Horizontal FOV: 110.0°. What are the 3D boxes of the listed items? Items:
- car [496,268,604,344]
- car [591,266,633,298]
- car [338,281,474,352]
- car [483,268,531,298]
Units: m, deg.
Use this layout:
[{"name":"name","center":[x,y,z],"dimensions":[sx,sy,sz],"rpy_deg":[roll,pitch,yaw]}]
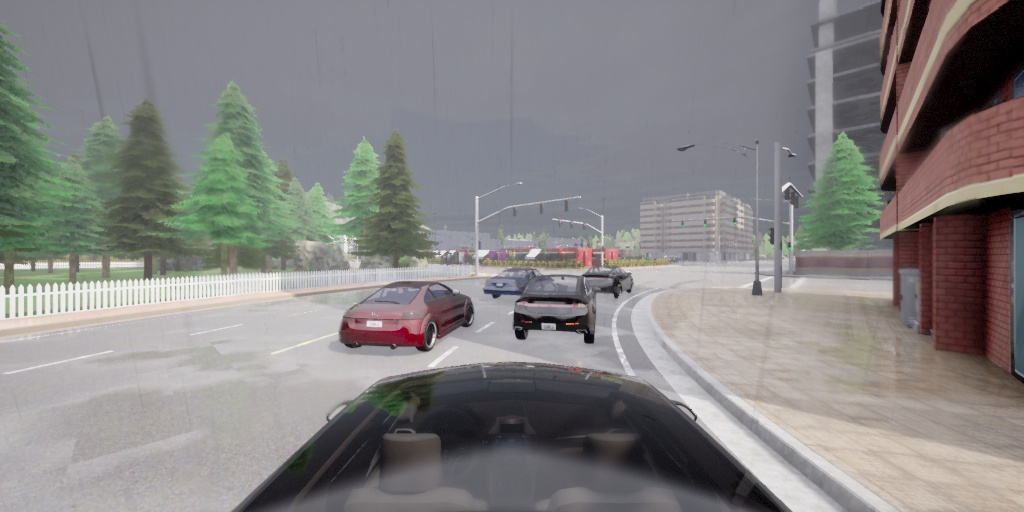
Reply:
[{"name":"car","center":[1.339,1.241,9.747],"dimensions":[2.128,1.511,4.902],"rpy_deg":[0,0,14]},{"name":"car","center":[4.977,1.238,18.579],"dimensions":[2.128,1.511,4.902],"rpy_deg":[0,0,29]},{"name":"car","center":[-2.370,1.314,9.074],"dimensions":[1.994,1.385,4.181],"rpy_deg":[0,0,10]},{"name":"car","center":[0.535,1.297,17.954],"dimensions":[2.033,1.411,5.357],"rpy_deg":[0,0,25]}]
